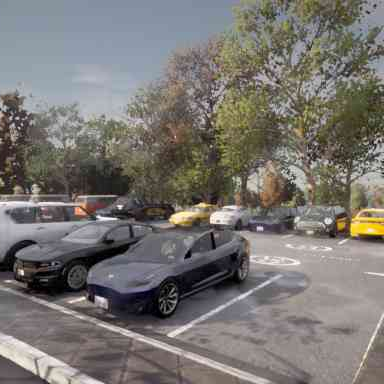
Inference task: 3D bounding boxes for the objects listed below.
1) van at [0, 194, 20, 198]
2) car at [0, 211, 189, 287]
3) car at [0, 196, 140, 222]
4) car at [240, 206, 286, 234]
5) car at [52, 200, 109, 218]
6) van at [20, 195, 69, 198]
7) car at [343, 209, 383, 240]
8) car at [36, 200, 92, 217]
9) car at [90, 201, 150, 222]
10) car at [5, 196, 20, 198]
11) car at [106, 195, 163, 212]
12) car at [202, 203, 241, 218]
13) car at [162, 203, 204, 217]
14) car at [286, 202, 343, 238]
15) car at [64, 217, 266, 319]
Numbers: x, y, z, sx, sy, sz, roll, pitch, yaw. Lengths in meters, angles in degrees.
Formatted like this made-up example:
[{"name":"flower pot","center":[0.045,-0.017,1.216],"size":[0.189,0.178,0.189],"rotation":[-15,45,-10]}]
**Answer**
[{"name":"van","center":[-19.404,1.337,38.302],"size":[1.878,1.987,4.442],"rotation":[0,0,36]},{"name":"car","center":[-2.500,1.590,9.740],"size":[2.097,1.535,5.008],"rotation":[0,0,36]},{"name":"car","center":[-4.732,1.329,11.388],"size":[2.435,2.045,5.566],"rotation":[0,0,36]},{"name":"car","center":[5.167,1.611,20.295],"size":[2.163,1.488,4.792],"rotation":[0,0,36]},{"name":"car","center":[-10.594,1.554,31.802],"size":[2.163,1.488,4.792],"rotation":[0,0,36]},{"name":"van","center":[-15.039,1.310,34.857],"size":[1.878,1.987,4.442],"rotation":[0,0,36]},{"name":"car","center":[9.565,1.600,17.133],"size":[2.097,1.535,5.008],"rotation":[0,0,36]},{"name":"car","center":[-12.730,1.557,33.352],"size":[2.163,1.488,4.792],"rotation":[0,0,36]},{"name":"car","center":[-6.042,1.565,28.429],"size":[2.163,1.488,4.792],"rotation":[0,0,36]},{"name":"car","center":[-17.226,1.548,36.585],"size":[2.097,1.535,5.008],"rotation":[0,0,36]},{"name":"car","center":[-3.767,1.293,26.848],"size":[2.435,2.045,5.566],"rotation":[0,0,36]},{"name":"car","center":[2.940,1.613,21.943],"size":[2.002,1.452,4.674],"rotation":[0,0,36]},{"name":"car","center":[0.590,1.560,23.422],"size":[1.946,1.575,5.366],"rotation":[0,0,36]},{"name":"car","center":[7.344,1.465,18.790],"size":[2.185,1.767,4.553],"rotation":[0,0,36]},{"name":"car","center":[-0.273,1.629,8.082],"size":[2.163,1.488,4.792],"rotation":[0,0,36]}]
